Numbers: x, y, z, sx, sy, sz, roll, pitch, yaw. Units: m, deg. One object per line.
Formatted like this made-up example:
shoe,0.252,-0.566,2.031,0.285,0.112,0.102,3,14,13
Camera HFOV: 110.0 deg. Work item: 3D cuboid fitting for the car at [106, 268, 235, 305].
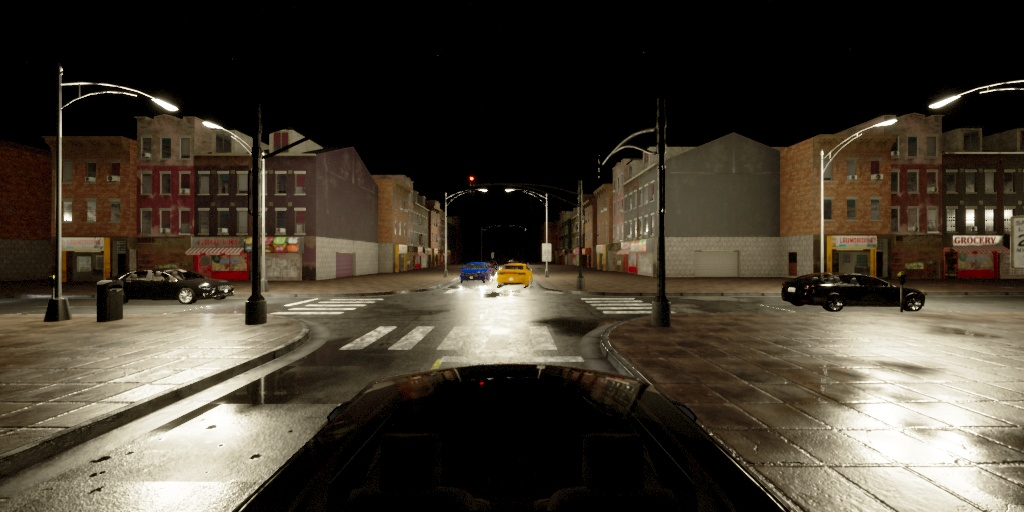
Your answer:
car,-14.988,1.299,15.745,4.892,1.490,1.837,0,0,0

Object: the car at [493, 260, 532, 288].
car,0.246,1.235,23.736,1.882,1.535,5.008,1,0,7

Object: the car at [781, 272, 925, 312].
car,12.359,1.266,13.169,4.313,1.339,1.948,0,0,0

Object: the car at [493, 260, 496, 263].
car,-2.833,1.332,37.864,1.994,1.385,4.181,0,0,0

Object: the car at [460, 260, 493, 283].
car,-2.822,1.238,27.913,1.882,1.535,5.008,0,0,1

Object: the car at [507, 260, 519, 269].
car,0.130,1.352,59.033,1.994,1.385,4.181,0,0,0

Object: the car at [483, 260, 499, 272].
car,-2.817,1.281,48.268,1.837,1.490,4.892,0,0,0
